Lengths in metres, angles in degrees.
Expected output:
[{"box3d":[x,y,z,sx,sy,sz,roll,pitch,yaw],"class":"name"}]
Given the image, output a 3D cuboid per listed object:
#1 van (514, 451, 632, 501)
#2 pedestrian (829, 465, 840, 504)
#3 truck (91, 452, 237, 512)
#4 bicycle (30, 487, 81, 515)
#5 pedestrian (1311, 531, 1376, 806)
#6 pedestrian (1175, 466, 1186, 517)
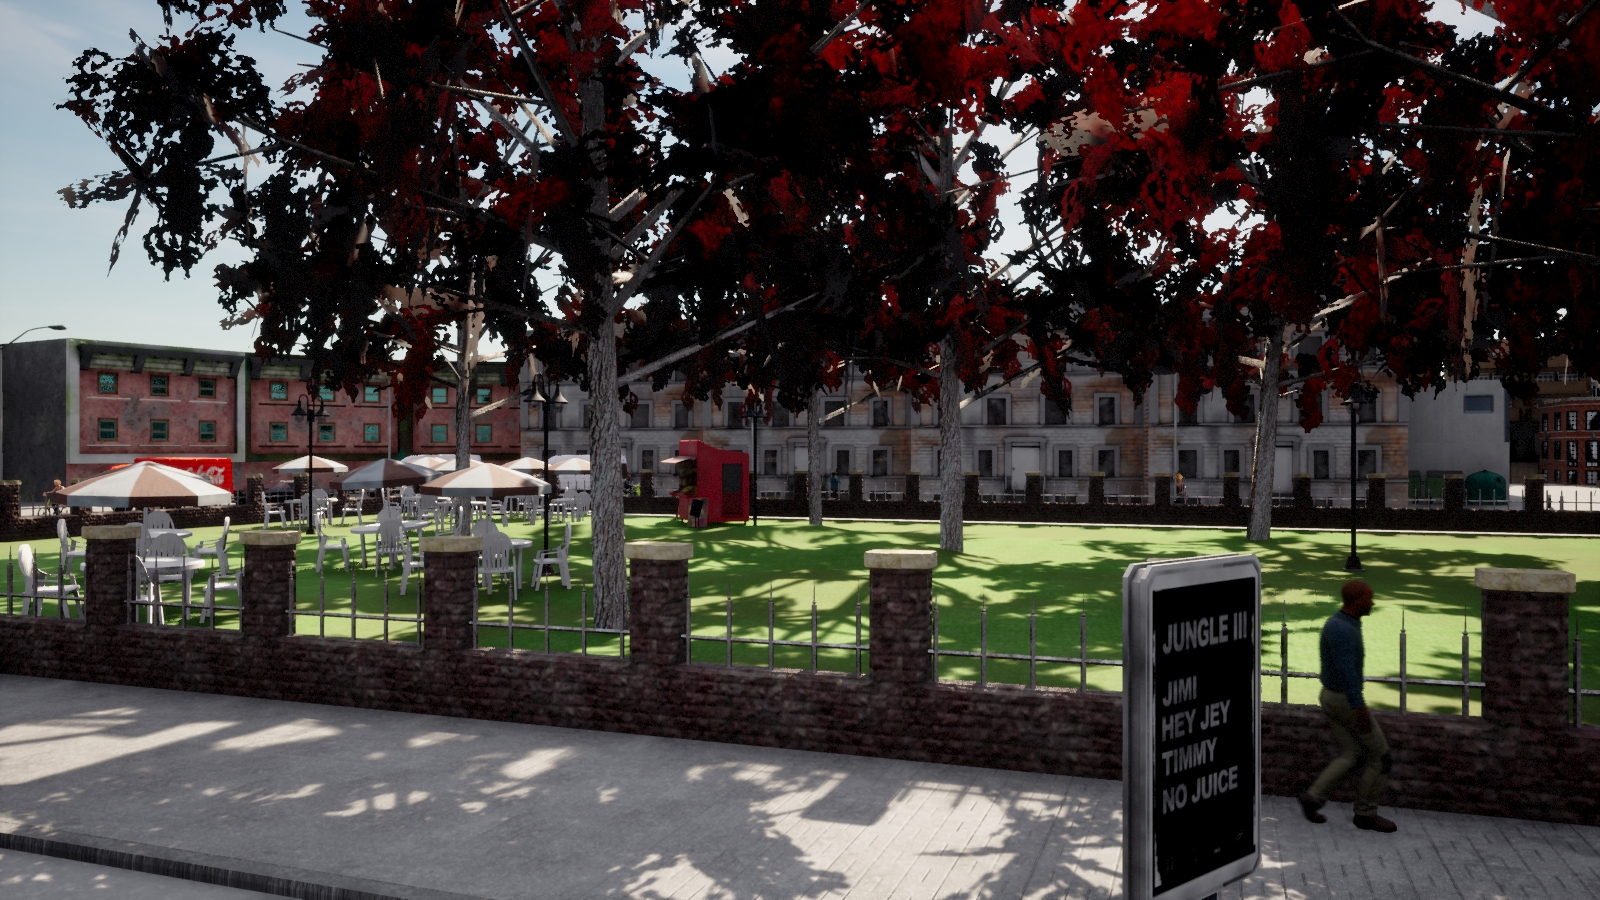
[{"box3d":[-12.048,1.315,60.623,5.915,2.561,1.988,0,0,20],"class":"van"},{"box3d":[1.642,1.629,54.245,0.375,1.860,0.375,0,0,37],"class":"pedestrian"},{"box3d":[-28.185,1.348,50.858,2.627,2.467,5.204,0,0,21],"class":"truck"},{"box3d":[-29.946,2.036,45.966,0.859,1.080,1.487,0,0,21],"class":"bicycle"},{"box3d":[3.850,1.525,8.110,0.375,1.860,0.375,0,0,18],"class":"pedestrian"},{"box3d":[13.950,1.525,41.850,0.375,1.860,0.375,0,0,20],"class":"pedestrian"}]
